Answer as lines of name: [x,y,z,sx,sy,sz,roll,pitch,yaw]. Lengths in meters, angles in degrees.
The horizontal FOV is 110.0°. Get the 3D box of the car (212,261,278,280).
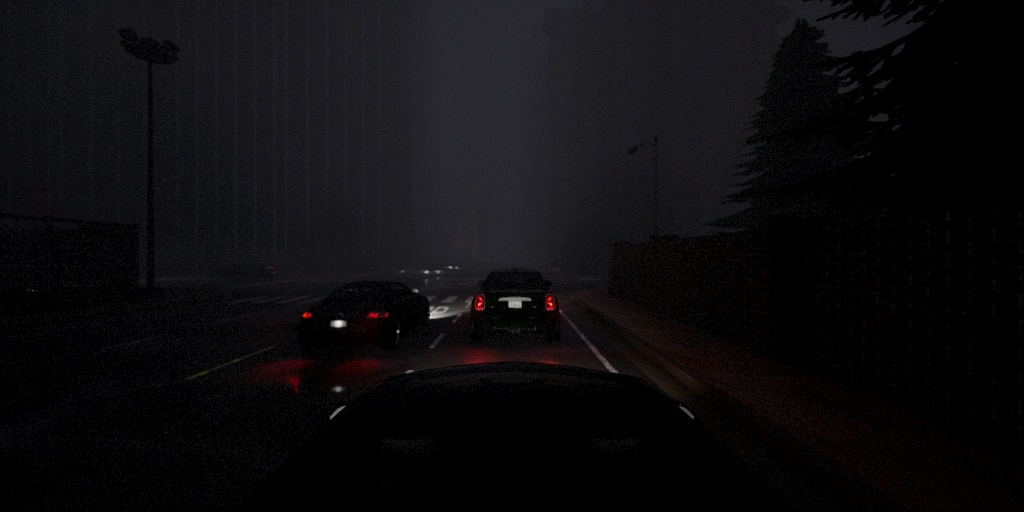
car: [-22.234,1.158,29.921,4.902,1.511,2.128,0,0,1]

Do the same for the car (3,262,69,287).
car: [-31.879,1.152,22.752,5.008,1.535,1.882,0,0,0]

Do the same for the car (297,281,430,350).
car: [-3.426,1.307,9.087,1.994,1.385,4.181,0,0,0]

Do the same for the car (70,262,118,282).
car: [-31.857,1.148,26.252,5.008,1.535,1.882,0,0,0]

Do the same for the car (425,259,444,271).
car: [-10.612,1.208,49.512,1.837,1.490,4.892,0,0,0]

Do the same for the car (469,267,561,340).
car: [0.075,1.094,10.068,2.097,1.767,4.553,0,0,0]
